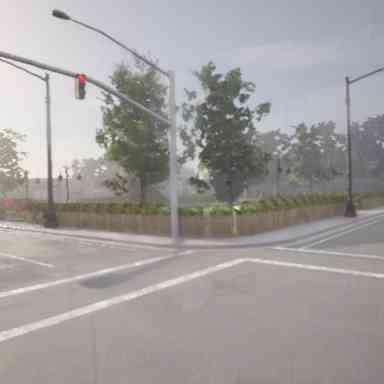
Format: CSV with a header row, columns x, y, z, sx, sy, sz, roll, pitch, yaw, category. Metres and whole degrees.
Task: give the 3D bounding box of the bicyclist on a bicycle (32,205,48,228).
x,y,z,sx,sy,sz,roll,pitch,yaw,category
-10.264,1.609,22.745,0.582,1.620,1.656,-27,-8,37,bicyclist on a bicycle
